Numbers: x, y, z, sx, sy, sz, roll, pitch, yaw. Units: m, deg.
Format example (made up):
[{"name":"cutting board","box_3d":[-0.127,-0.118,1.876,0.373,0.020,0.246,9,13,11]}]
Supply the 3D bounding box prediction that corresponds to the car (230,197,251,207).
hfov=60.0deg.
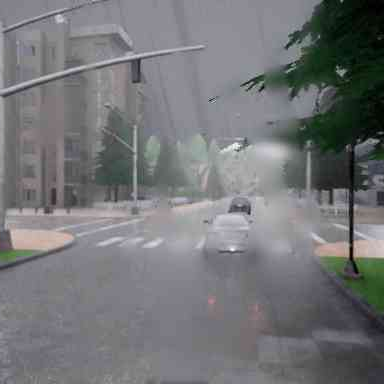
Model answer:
[{"name":"car","box_3d":[5.028,1.325,34.332,2.097,1.767,4.553,0,0,10]}]

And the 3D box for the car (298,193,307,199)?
[{"name":"car","box_3d":[29.032,1.275,87.207,1.845,1.501,3.633,0,0,11]}]

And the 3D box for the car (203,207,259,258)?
[{"name":"car","box_3d":[1.402,1.502,12.568,1.812,1.442,4.674,0,0,4]}]
